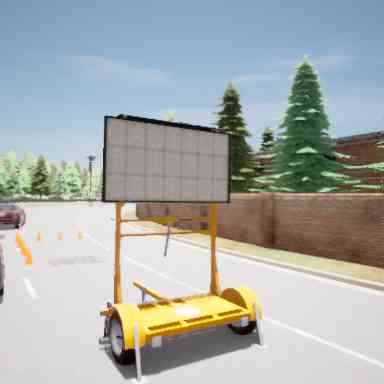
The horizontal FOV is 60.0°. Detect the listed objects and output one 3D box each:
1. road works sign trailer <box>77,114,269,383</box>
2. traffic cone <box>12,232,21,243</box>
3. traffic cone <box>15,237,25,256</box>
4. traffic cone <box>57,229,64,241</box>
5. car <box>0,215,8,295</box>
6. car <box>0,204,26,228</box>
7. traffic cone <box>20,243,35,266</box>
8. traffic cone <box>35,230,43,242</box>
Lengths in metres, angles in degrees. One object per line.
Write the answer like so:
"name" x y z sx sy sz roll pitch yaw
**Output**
"road works sign trailer" -0.462 0.586 5.796 2.380 3.560 2.880 2 -1 -31
"traffic cone" -7.465 2.134 14.398 0.340 0.580 0.340 2 -1 -31
"traffic cone" -6.428 2.116 12.688 0.340 0.580 0.340 2 -1 -31
"traffic cone" -6.793 2.202 17.144 0.340 0.580 0.340 2 -1 -31
"car" -5.853 1.559 8.353 1.882 1.535 5.008 2 -1 -32
"car" -13.555 1.632 24.402 2.097 1.767 4.553 1 -1 -21
"traffic cone" -5.390 2.099 10.978 0.340 0.580 0.340 2 -1 -31
"traffic cone" -7.648 2.177 16.626 0.340 0.580 0.340 2 -1 -31
